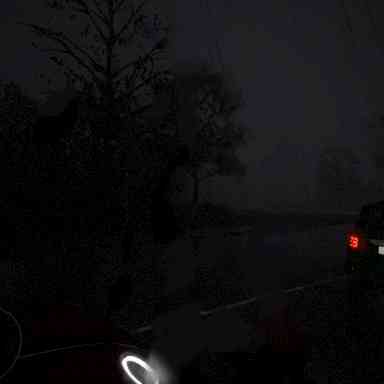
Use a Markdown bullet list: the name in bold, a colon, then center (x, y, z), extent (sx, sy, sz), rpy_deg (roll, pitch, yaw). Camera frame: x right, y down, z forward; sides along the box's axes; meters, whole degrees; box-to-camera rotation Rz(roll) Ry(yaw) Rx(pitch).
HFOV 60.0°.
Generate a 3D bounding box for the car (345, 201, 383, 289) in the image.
- **car**: center (5.919, 1.221, 7.882), extent (5.566, 2.045, 2.150), rpy_deg (0, 0, -35)

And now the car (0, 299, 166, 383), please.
- **car**: center (-2.354, 1.352, 2.029), extent (4.553, 1.767, 2.097), rpy_deg (0, 0, -36)
